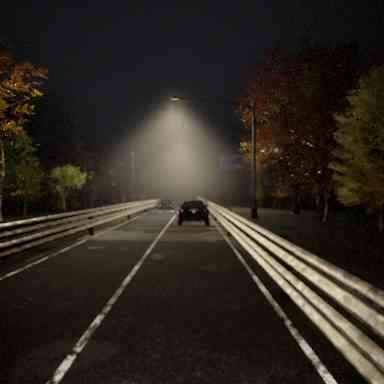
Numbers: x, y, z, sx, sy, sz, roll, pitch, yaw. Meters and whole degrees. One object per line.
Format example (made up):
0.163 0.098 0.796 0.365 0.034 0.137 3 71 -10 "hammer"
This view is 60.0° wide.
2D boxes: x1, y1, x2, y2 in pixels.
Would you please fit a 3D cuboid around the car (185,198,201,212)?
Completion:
0.112 1.580 41.195 1.837 1.490 4.892 0 0 0 "car"

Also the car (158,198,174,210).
-3.324 1.592 43.378 1.837 1.490 4.892 0 -1 0 "car"

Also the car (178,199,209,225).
0.108 1.334 24.150 2.097 1.767 4.553 0 0 0 "car"
